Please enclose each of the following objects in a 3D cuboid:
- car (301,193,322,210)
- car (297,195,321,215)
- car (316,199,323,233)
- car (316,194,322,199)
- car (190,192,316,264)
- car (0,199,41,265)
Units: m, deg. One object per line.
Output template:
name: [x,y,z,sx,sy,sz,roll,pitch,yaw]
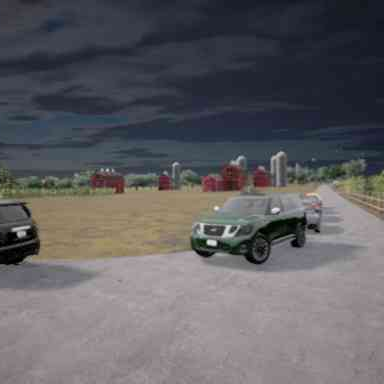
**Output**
car: [12.540,0.939,34.807,1.882,1.535,5.008,-1,1,22]
car: [10.343,1.054,29.241,1.837,1.490,4.892,-1,1,21]
car: [5.777,1.291,17.747,1.994,1.385,4.181,-1,1,21]
car: [8.013,1.119,23.341,1.882,1.535,5.008,-1,1,22]
car: [2.242,1.054,11.655,2.150,2.045,5.566,-1,1,38]
car: [-7.234,1.276,9.733,5.566,2.045,2.150,-1,2,14]
